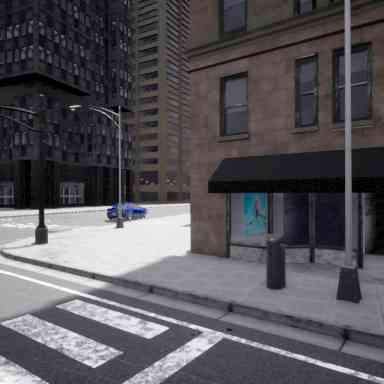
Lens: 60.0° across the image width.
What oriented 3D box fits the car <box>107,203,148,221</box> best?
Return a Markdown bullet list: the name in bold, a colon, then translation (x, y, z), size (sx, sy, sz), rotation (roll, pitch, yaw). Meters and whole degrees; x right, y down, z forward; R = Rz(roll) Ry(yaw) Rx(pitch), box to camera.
- **car**: translation (-5.666, 1.704, 29.819), size (1.882, 1.535, 5.008), rotation (0, -1, 19)
